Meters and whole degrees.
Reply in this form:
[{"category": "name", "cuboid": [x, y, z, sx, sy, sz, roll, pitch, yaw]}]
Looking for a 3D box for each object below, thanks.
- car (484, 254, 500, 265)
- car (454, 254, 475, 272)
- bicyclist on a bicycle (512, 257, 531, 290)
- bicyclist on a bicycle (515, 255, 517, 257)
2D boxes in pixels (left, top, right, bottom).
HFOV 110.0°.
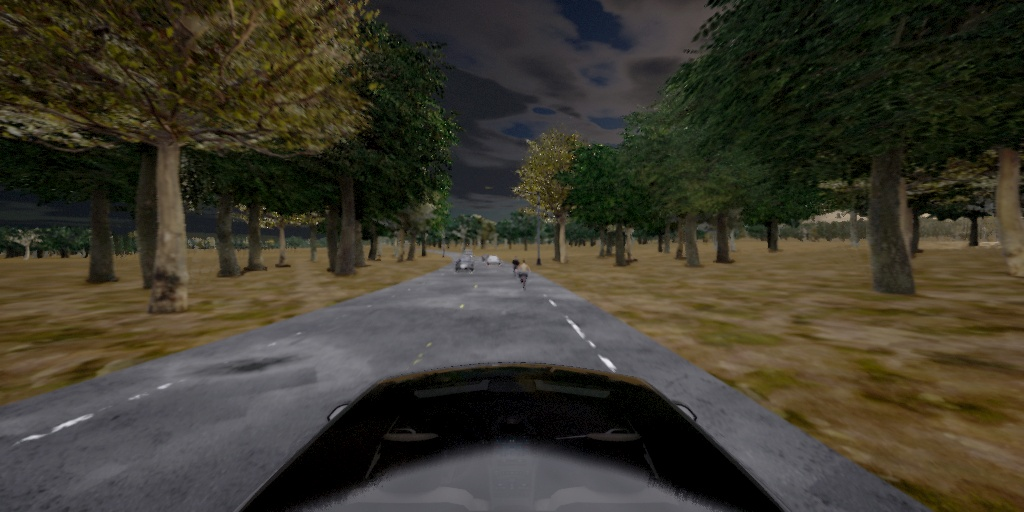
[{"category": "car", "cuboid": [-2.915, 0.578, 55.678, 1.812, 1.442, 4.674, 0, 1, -6]}, {"category": "car", "cuboid": [-4.888, 0.823, 37.288, 2.128, 1.511, 4.902, 0, 1, -4]}, {"category": "bicyclist on a bicycle", "cuboid": [0.621, 0.991, 19.267, 0.866, 1.612, 1.509, 0, 1, -2]}, {"category": "bicyclist on a bicycle", "cuboid": [0.279, 0.823, 27.600, 0.659, 1.776, 1.843, 0, 1, -3]}]
